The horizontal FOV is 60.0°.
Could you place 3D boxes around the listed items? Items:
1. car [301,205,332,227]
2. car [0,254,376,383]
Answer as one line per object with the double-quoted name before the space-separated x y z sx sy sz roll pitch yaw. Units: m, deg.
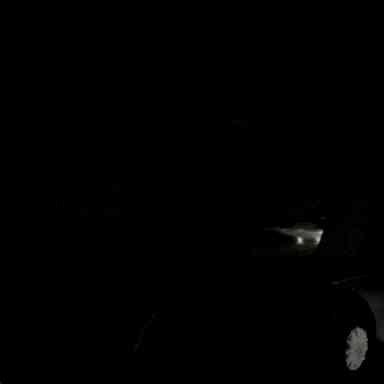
"car" 9.959 1.716 24.169 5.008 1.535 1.882 1 0 -38
"car" 0.299 1.531 3.960 4.892 1.490 1.837 1 0 -36
